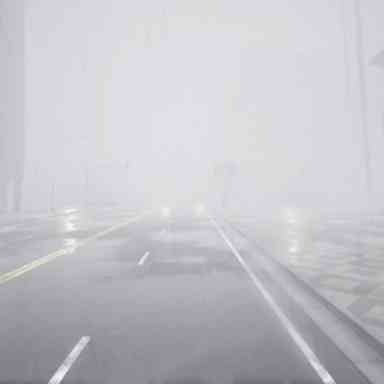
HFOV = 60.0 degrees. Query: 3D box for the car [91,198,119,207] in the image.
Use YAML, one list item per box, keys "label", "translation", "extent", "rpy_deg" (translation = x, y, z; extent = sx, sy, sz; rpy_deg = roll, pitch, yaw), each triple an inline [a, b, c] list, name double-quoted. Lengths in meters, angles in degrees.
- label: "car"
  translation: [-13.349, 1.620, 50.981]
  extent: [4.181, 1.385, 1.994]
  rpy_deg: [0, 0, 0]
